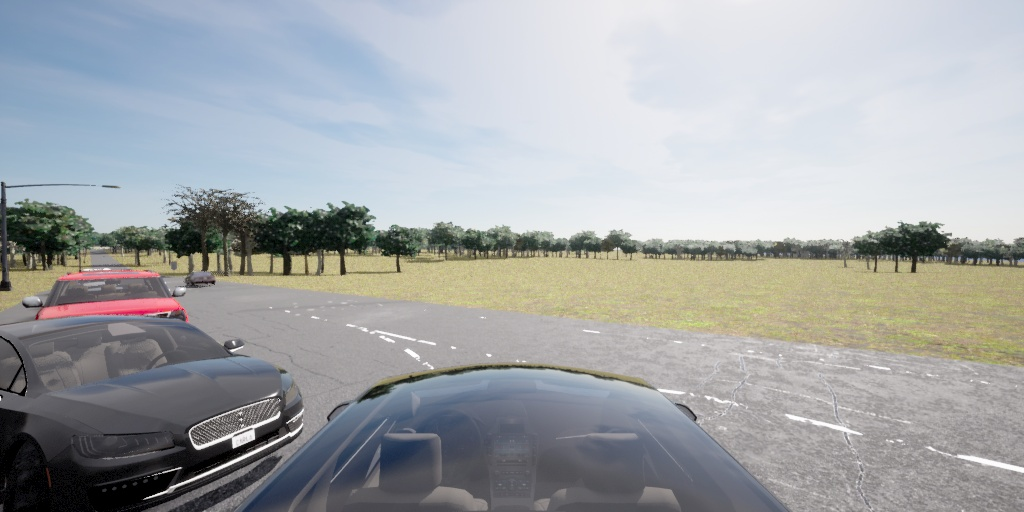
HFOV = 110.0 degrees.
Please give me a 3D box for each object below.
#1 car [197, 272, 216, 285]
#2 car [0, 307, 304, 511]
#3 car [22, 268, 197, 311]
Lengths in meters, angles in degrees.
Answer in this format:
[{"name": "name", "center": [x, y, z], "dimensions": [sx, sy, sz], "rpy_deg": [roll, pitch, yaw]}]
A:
[{"name": "car", "center": [-32.194, 2.344, 36.993], "dimensions": [5.357, 1.411, 2.033], "rpy_deg": [-2, 0, 40]}, {"name": "car", "center": [-4.593, 1.445, 3.962], "dimensions": [4.892, 1.490, 1.837], "rpy_deg": [-3, -3, 21]}, {"name": "car", "center": [-9.544, 1.385, 8.565], "dimensions": [5.566, 2.045, 2.150], "rpy_deg": [-2, 0, 40]}]
